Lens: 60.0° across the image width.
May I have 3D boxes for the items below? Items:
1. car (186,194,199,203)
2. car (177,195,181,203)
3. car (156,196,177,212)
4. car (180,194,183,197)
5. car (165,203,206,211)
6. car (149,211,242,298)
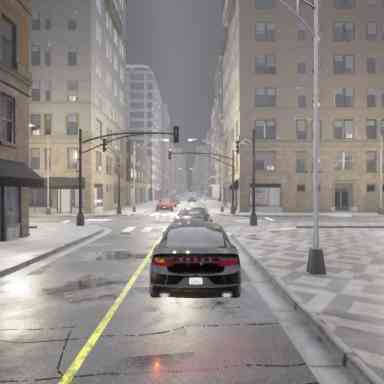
[{"bbox_3d":[-0.007,1.597,70.776,1.895,1.301,4.718,0,0,0],"label":"car"},{"bbox_3d":[-3.121,1.544,49.468,2.033,1.411,5.357,0,0,0],"label":"car"},{"bbox_3d":[-3.142,1.475,39.736,1.882,1.535,5.008,0,0,-1],"label":"car"},{"bbox_3d":[-3.134,1.502,59.642,1.837,1.490,4.892,0,0,0],"label":"car"},{"bbox_3d":[0.088,1.546,18.366,2.033,1.411,5.357,0,0,6],"label":"car"},{"bbox_3d":[0.066,1.477,8.556,1.882,1.535,5.008,0,0,0],"label":"car"}]
